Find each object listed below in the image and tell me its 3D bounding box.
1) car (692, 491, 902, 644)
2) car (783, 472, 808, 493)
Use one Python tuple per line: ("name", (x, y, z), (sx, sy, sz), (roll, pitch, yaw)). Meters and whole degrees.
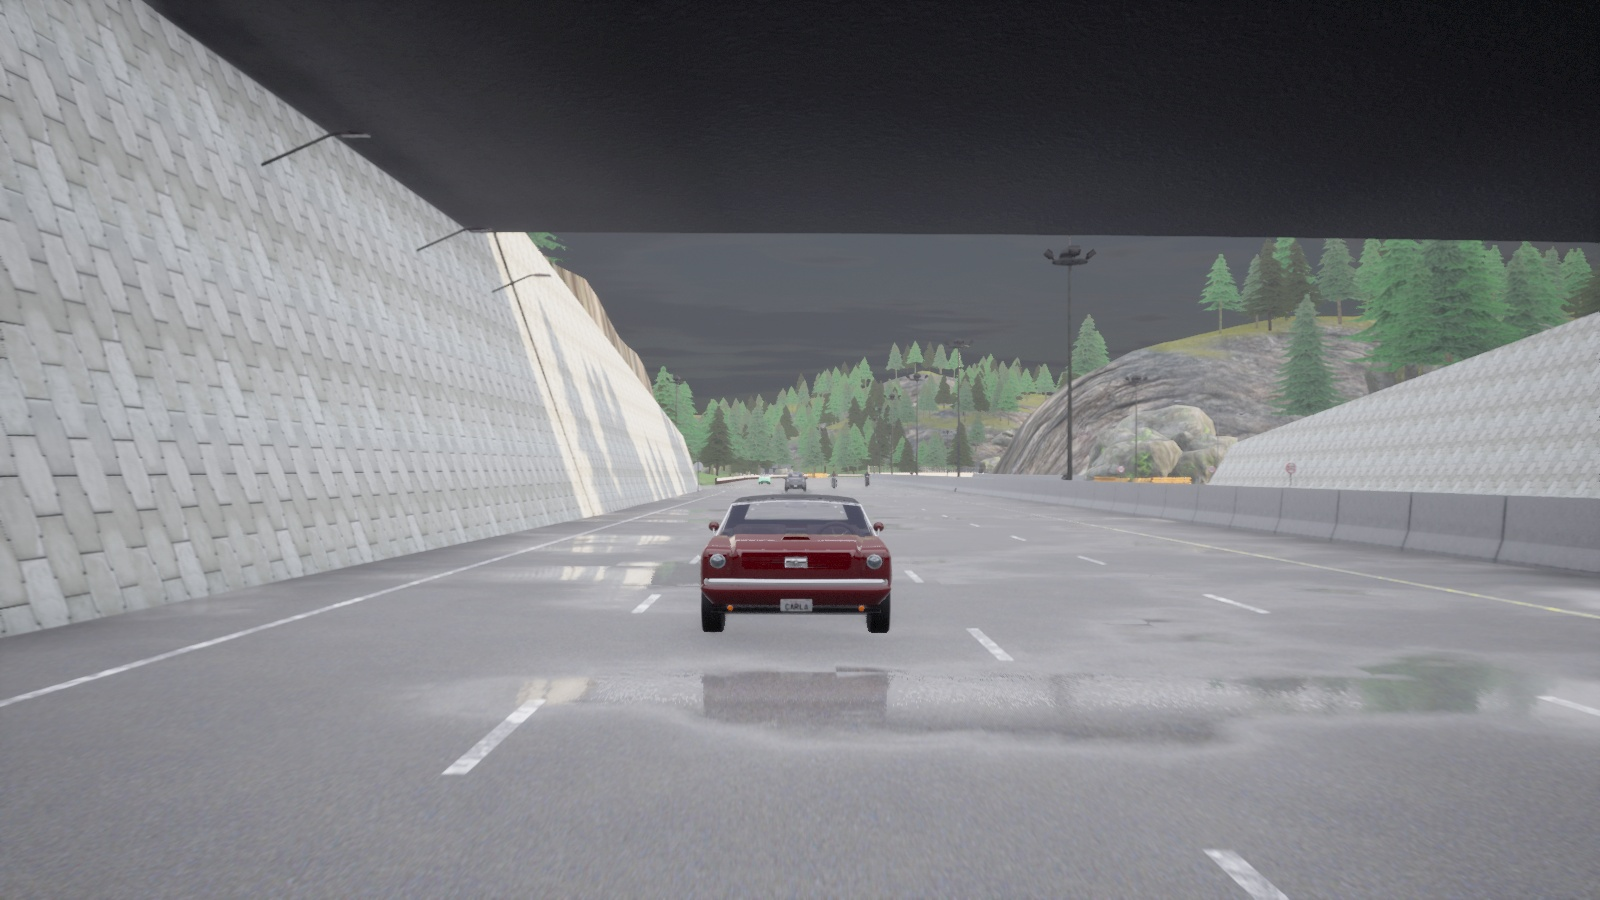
("car", (-0.033, 1.145, 13.752), (1.895, 1.301, 4.718), (0, -1, 0))
("car", (-0.311, 2.408, 94.263), (1.845, 1.501, 3.633), (0, -1, 0))
